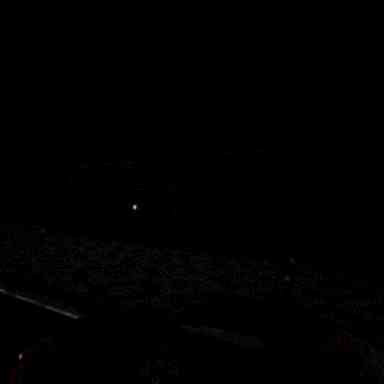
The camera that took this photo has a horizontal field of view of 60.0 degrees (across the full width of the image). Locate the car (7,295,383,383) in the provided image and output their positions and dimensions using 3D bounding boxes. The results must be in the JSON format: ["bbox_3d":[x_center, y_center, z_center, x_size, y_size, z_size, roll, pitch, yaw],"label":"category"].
[{"bbox_3d":[0.185,1.581,2.725,4.206,1.307,1.802,0,-1,36],"label":"car"}]
